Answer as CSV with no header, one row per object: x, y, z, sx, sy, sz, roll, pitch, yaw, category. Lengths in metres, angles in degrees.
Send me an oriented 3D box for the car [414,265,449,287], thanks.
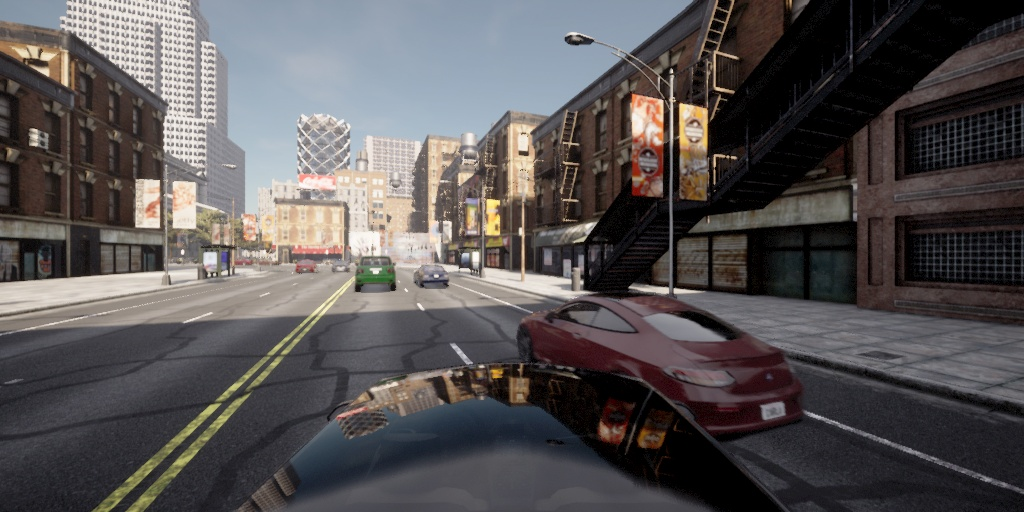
-5.601,1.293,24.634,2.033,1.411,5.357,0,0,-21,car

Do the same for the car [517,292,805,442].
1.619,1.275,5.492,1.812,1.442,4.674,0,0,-21,car

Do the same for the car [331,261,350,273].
-20.344,1.267,42.703,1.812,1.442,4.674,0,0,-24,car

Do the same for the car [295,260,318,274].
-23.322,1.219,40.818,1.882,1.535,5.008,0,0,-24,car

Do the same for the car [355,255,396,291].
-8.352,0.969,22.010,2.150,2.045,5.566,0,0,-21,car
